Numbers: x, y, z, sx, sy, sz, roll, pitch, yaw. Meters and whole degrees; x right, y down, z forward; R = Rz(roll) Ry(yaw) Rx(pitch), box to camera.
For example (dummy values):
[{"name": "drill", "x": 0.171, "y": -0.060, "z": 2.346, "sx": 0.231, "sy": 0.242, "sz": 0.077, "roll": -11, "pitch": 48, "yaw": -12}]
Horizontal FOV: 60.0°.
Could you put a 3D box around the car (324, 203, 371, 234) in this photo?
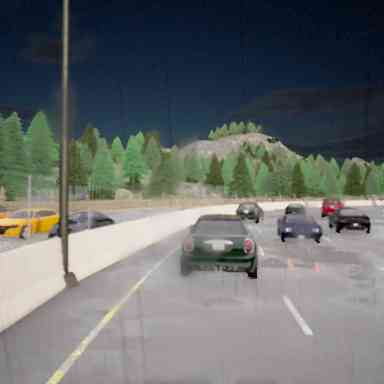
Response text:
[{"name": "car", "x": 10.126, "y": 1.770, "z": 21.729, "sx": 1.882, "sy": 1.535, "sz": 5.008, "roll": 0, "pitch": 0, "yaw": 14}]

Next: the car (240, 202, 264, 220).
[{"name": "car", "x": 5.105, "y": 1.697, "z": 29.300, "sx": 2.097, "sy": 1.767, "sz": 4.553, "roll": 0, "pitch": -1, "yaw": 18}]

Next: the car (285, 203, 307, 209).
[{"name": "car", "x": 10.861, "y": 1.914, "z": 34.795, "sx": 1.882, "sy": 1.535, "sz": 5.008, "roll": 0, "pitch": -1, "yaw": 22}]

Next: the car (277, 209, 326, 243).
[{"name": "car", "x": 5.517, "y": 1.822, "z": 17.575, "sx": 1.895, "sy": 1.301, "sz": 4.718, "roll": 0, "pitch": -1, "yaw": 11}]

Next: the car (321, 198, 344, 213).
[{"name": "car", "x": 15.371, "y": 1.703, "z": 36.393, "sx": 2.150, "sy": 2.045, "sz": 5.566, "roll": 0, "pitch": -1, "yaw": 24}]

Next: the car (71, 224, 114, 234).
[{"name": "car", "x": -5.450, "y": 1.718, "z": 17.084, "sx": 1.994, "sy": 1.385, "sz": 4.181, "roll": 0, "pitch": -1, "yaw": 10}]

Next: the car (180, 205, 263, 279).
[{"name": "car", "x": 0.925, "y": 1.474, "z": 10.746, "sx": 2.097, "sy": 1.767, "sz": 4.553, "roll": 0, "pitch": -1, "yaw": 6}]
